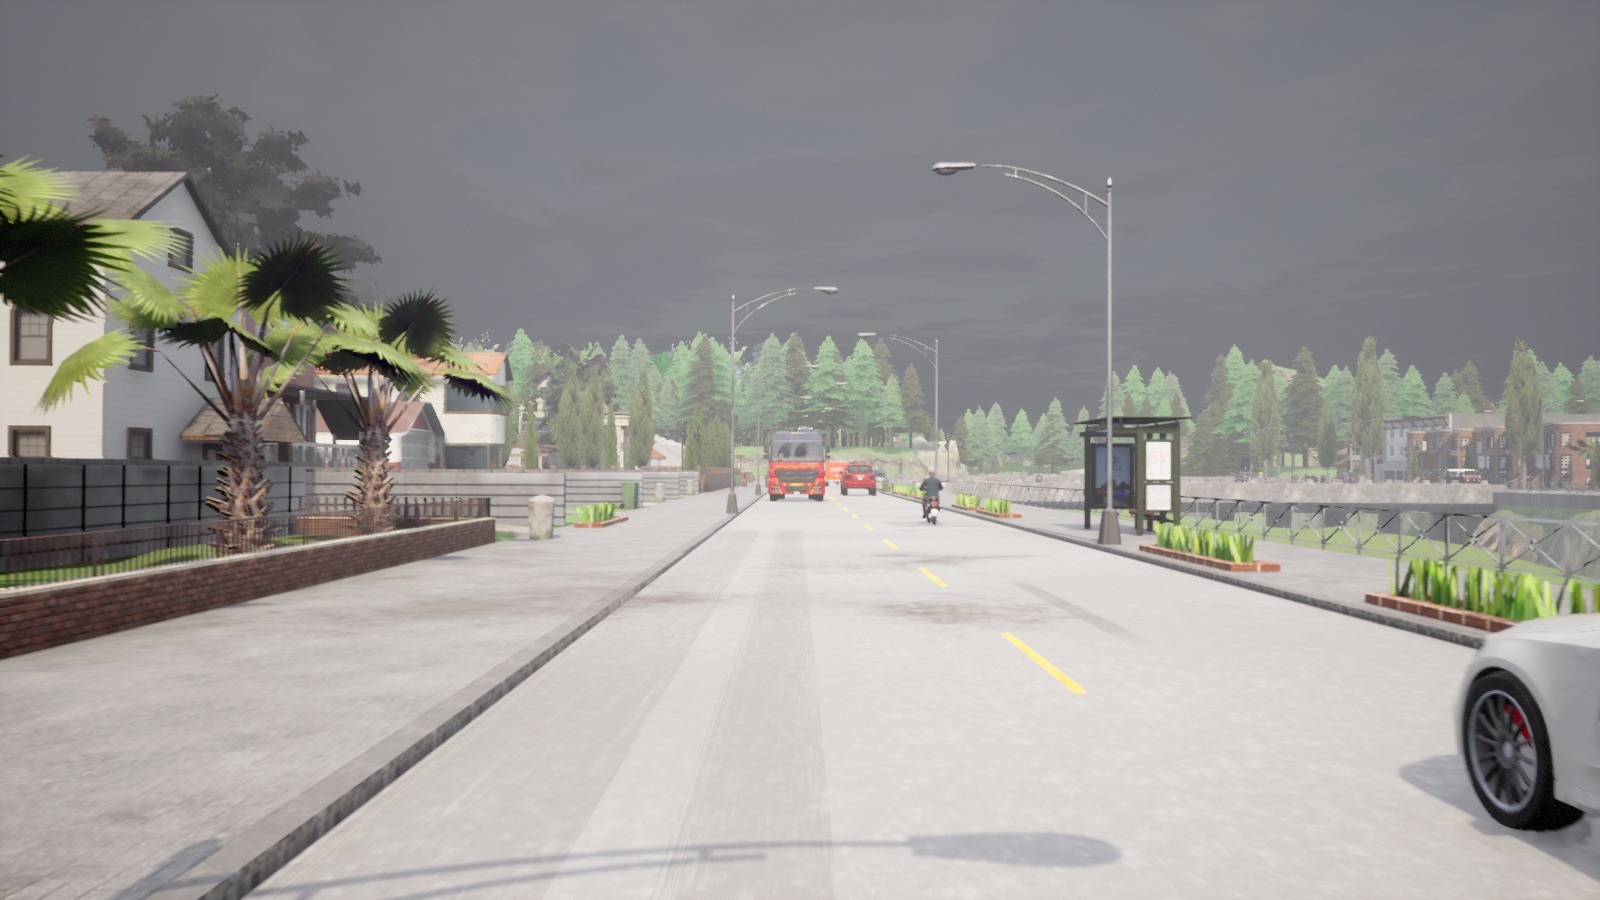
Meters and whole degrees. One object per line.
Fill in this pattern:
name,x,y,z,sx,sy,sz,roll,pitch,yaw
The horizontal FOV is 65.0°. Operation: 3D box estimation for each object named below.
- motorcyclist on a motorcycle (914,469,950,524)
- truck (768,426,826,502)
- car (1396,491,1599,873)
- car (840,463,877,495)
motorcyclist on a motorcycle,3.912,1.379,37.431,0.866,1.590,1.817,0,-1,0
truck,-0.162,0.771,66.944,2.891,3.827,8.468,0,-1,0
car,3.991,0.894,4.138,1.812,1.442,4.674,0,-1,0
car,3.806,1.895,82.212,2.150,2.045,5.566,0,-1,0
